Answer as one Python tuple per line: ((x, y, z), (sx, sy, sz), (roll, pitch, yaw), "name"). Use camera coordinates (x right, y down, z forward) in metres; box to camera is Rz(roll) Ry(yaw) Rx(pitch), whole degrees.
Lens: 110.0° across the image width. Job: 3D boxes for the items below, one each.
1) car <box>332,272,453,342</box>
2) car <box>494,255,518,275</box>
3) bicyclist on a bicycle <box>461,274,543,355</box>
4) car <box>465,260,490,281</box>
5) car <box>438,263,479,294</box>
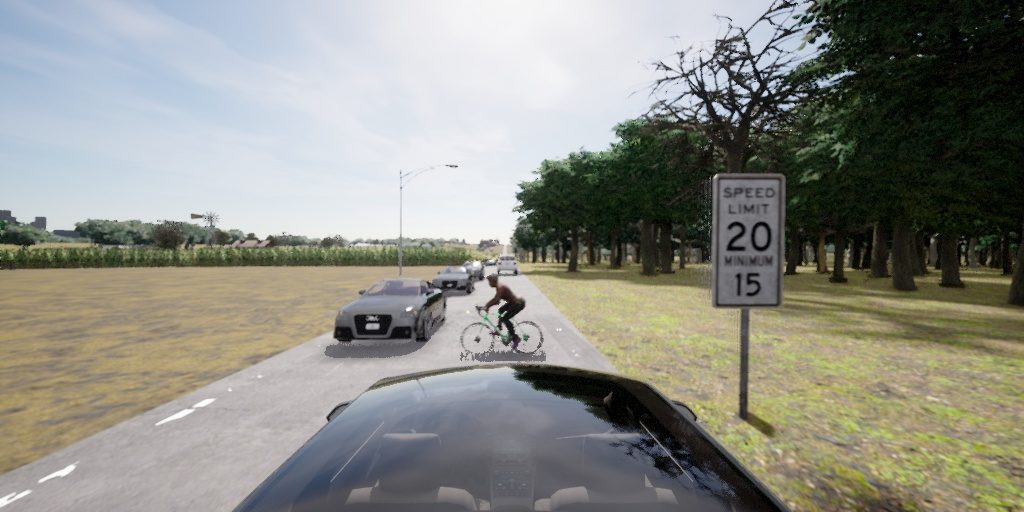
((-2.964, 1.295, 9.555), (1.994, 1.385, 4.181), (0, 0, -1), "car")
((-0.529, 0.932, 39.025), (2.150, 2.045, 5.566), (0, 0, -2), "car")
((-0.210, 1.189, 7.168), (1.656, 1.620, 0.582), (-1, 0, -1), "bicyclist on a bicycle")
((-3.280, 1.204, 30.154), (2.128, 1.511, 4.902), (0, 0, -1), "car")
((-3.140, 1.283, 19.957), (1.994, 1.385, 4.181), (0, 0, -1), "car")
